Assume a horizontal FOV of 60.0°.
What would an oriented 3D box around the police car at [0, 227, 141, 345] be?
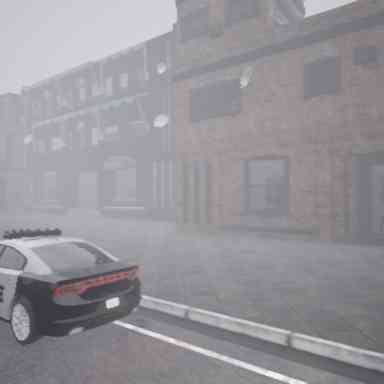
[{"bbox_3d":[-3.321,1.573,6.814,5.238,1.638,1.930,-1,-2,37],"label":"police car"}]
